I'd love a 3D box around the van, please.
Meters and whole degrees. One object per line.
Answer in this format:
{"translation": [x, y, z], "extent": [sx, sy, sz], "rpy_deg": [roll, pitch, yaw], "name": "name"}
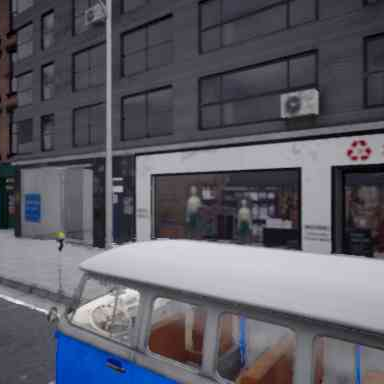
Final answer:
{"translation": [0.660, 1.344, 2.337], "extent": [3.998, 1.788, 1.690], "rpy_deg": [0, 0, 35], "name": "van"}
